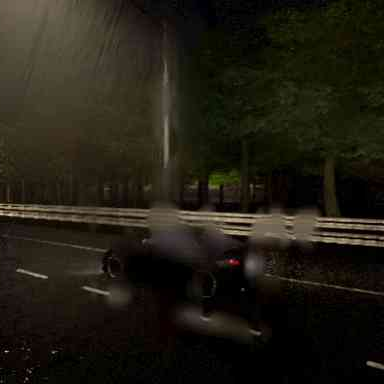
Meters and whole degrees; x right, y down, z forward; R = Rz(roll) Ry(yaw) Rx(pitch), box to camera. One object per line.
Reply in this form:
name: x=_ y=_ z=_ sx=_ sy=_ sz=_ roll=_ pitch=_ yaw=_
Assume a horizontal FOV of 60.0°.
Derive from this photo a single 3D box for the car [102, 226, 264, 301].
car: x=-0.334 y=1.568 z=8.404 sx=4.181 sy=1.385 sz=1.994 roll=0 pitch=0 yaw=35
